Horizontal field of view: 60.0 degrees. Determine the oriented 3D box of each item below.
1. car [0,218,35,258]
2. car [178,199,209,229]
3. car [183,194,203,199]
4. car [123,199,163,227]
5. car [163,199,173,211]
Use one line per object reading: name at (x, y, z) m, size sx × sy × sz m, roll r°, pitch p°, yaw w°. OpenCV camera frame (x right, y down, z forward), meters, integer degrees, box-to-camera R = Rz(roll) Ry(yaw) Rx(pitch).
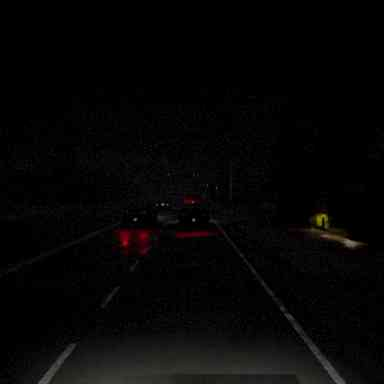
car at (-7.032, 1.559, 11.083) m, size 1.994 × 1.385 × 4.181 m, roll 0°, pitch 0°, yaw 1°
car at (0.098, 1.469, 21.779) m, size 1.882 × 1.535 × 5.008 m, roll 0°, pitch 0°, yaw 0°
car at (0.092, 1.205, 39.071) m, size 2.150 × 2.045 × 5.566 m, roll 0°, pitch 0°, yaw 0°
car at (-3.467, 1.483, 22.901) m, size 2.128 × 1.511 × 4.902 m, roll 0°, pitch 0°, yaw 0°
car at (-3.422, 1.530, 41.127) m, size 2.033 × 1.411 × 5.357 m, roll 0°, pitch 0°, yaw 0°
